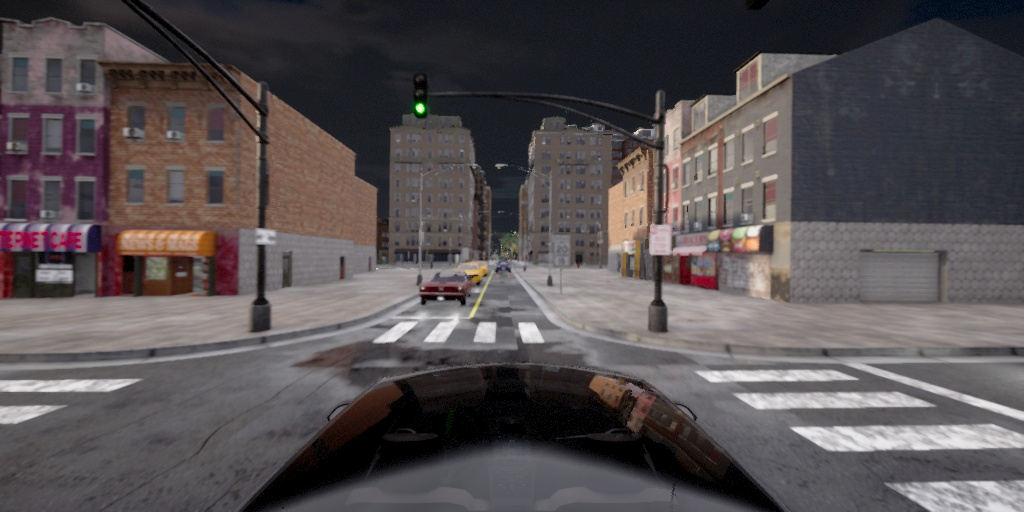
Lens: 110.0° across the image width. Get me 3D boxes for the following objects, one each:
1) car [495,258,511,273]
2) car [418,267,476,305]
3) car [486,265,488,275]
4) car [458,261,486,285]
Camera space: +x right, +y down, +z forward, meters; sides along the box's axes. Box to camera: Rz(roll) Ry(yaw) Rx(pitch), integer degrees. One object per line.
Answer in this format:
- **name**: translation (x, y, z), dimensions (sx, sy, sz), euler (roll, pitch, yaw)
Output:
- **car**: translation (-1.112, 1.354, 46.235), dimensions (1.812, 1.442, 4.674), euler (1, 0, -2)
- **car**: translation (-2.822, 1.345, 16.058), dimensions (1.895, 1.301, 4.718), euler (1, 0, -2)
- **car**: translation (-3.482, 1.259, 36.903), dimensions (1.882, 1.535, 5.008), euler (1, 0, -2)
- **car**: translation (-3.163, 1.241, 26.466), dimensions (1.882, 1.535, 5.008), euler (1, 0, -2)
